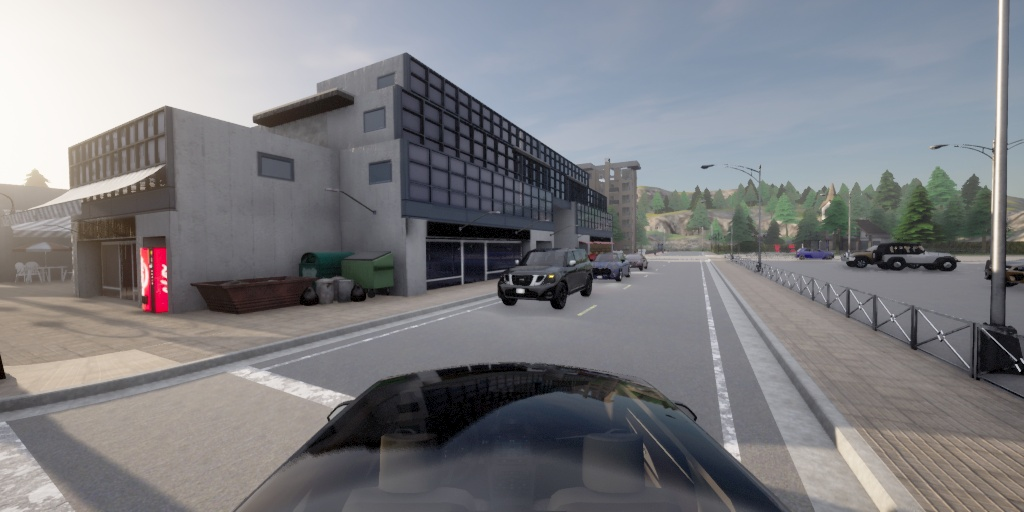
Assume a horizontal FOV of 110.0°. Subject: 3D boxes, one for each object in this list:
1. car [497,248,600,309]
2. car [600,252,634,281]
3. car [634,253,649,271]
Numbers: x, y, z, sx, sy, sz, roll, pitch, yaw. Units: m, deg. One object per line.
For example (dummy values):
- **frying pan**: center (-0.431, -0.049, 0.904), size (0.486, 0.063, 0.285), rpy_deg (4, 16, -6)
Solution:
- **car**: center (1.543, 0.700, 13.921), size (2.150, 2.045, 5.566), rpy_deg (0, 1, 27)
- **car**: center (6.086, 0.573, 22.645), size (2.097, 1.767, 4.553), rpy_deg (0, 1, 28)
- **car**: center (10.818, 0.480, 31.718), size (1.812, 1.442, 4.674), rpy_deg (0, 1, 28)
